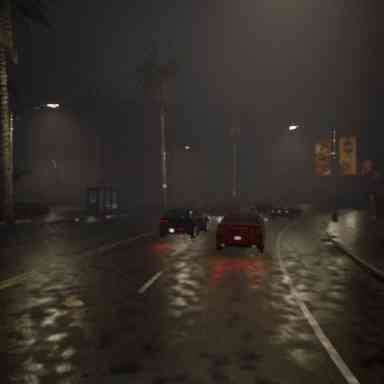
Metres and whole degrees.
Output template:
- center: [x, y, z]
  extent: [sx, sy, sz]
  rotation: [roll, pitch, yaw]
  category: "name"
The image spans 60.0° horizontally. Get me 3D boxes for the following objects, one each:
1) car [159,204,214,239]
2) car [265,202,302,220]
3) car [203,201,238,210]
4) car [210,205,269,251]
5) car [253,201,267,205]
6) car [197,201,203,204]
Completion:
- center: [-0.322, 1.615, 18.382]
  extent: [1.837, 1.490, 4.892]
  rotation: [0, 0, 16]
  category: "car"
- center: [8.905, 1.782, 31.333]
  extent: [2.033, 1.411, 5.357]
  rotation: [0, 0, 30]
  category: "car"
- center: [3.491, 1.716, 36.309]
  extent: [1.882, 1.535, 5.008]
  rotation: [0, 0, 30]
  category: "car"
- center: [2.291, 1.579, 14.775]
  extent: [1.882, 1.535, 5.008]
  rotation: [0, 0, 14]
  category: "car"
- center: [7.842, 1.764, 36.262]
  extent: [1.837, 1.490, 4.892]
  rotation: [0, 0, 30]
  category: "car"
- center: [1.569, 1.798, 39.978]
  extent: [2.033, 1.411, 5.357]
  rotation: [0, 0, 31]
  category: "car"
